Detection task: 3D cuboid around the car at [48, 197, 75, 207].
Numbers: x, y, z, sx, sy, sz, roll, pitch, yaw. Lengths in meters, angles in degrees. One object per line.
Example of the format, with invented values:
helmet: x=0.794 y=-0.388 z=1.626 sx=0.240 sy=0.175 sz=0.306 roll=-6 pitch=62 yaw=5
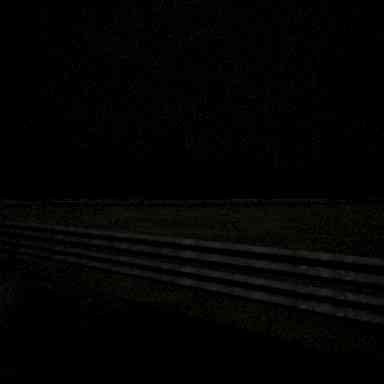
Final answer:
car: x=-22.841 y=1.678 z=58.353 sx=4.553 sy=1.767 sz=2.097 roll=0 pitch=0 yaw=3
